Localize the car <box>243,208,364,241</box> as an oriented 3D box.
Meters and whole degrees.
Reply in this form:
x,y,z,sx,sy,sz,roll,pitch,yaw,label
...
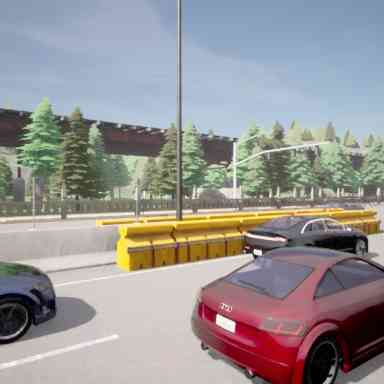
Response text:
x,y,z,sx,sy,sz,roll,pitch,yaw,label
3.829,1.491,10.786,4.902,1.511,2.128,0,0,-36,car

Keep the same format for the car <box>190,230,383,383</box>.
x,y,z,sx,sy,sz,roll,pitch,yaw,label
2.041,1.564,5.208,4.181,1.385,1.994,0,0,-35,car

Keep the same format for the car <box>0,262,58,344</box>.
x,y,z,sx,sy,sz,roll,pitch,yaw,label
-4.292,1.564,4.981,4.181,1.385,1.994,0,0,-36,car

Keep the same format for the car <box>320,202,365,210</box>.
x,y,z,sx,sy,sz,roll,pitch,yaw,label
10.774,1.491,24.559,4.902,1.511,2.128,0,-1,-32,car
